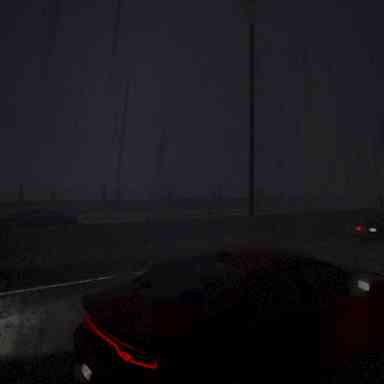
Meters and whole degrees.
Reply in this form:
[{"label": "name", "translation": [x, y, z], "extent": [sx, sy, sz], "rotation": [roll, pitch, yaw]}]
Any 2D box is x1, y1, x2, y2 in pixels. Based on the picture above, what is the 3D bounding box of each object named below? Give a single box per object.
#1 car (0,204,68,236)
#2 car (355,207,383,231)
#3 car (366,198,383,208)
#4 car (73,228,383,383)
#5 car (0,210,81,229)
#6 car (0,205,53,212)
[{"label": "car", "translation": [-9.737, 1.492, 18.545], "extent": [4.902, 1.511, 2.128], "rotation": [0, 0, -36]}, {"label": "car", "translation": [9.195, 1.547, 14.610], "extent": [5.357, 1.411, 2.033], "rotation": [0, 0, -36]}, {"label": "car", "translation": [24.398, 1.488, 42.885], "extent": [4.902, 1.511, 2.128], "rotation": [0, 0, -35]}, {"label": "car", "translation": [1.046, 1.478, 4.494], "extent": [5.008, 1.535, 1.882], "rotation": [0, 0, -36]}, {"label": "car", "translation": [-6.020, 1.564, 12.597], "extent": [4.181, 1.385, 1.994], "rotation": [0, 0, -36]}, {"label": "car", "translation": [-7.826, 1.478, 15.608], "extent": [5.008, 1.535, 1.882], "rotation": [0, 0, -36]}]
